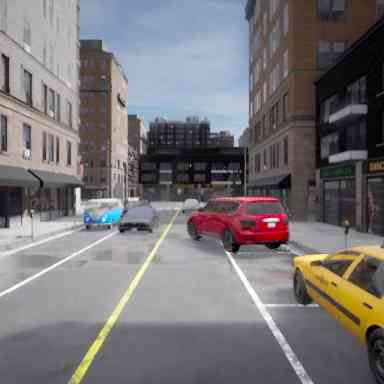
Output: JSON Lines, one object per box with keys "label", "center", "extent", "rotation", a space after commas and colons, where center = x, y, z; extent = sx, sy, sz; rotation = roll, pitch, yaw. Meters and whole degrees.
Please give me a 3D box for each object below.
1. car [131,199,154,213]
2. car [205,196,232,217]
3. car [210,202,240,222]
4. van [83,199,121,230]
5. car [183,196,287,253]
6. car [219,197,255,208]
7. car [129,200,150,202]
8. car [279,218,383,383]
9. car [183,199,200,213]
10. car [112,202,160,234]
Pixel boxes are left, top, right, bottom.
{"label": "car", "center": [-5.559, 1.549, 37.761], "extent": [1.947, 1.339, 4.313], "rotation": [0, 0, 0]}
{"label": "car", "center": [2.492, 1.301, 32.136], "extent": [2.192, 1.841, 5.009], "rotation": [0, 0, 0]}
{"label": "car", "center": [2.518, 1.554, 26.474], "extent": [1.947, 1.339, 4.313], "rotation": [0, 0, 0]}
{"label": "van", "center": [-5.481, 1.331, 20.775], "extent": [1.690, 1.788, 3.998], "rotation": [0, 0, 0]}
{"label": "car", "center": [1.693, 1.218, 14.029], "extent": [2.150, 2.045, 5.566], "rotation": [0, 1, -23]}
{"label": "car", "center": [6.769, 1.512, 49.880], "extent": [4.902, 1.511, 2.128], "rotation": [0, -1, -16]}
{"label": "car", "center": [-5.533, 1.536, 32.099], "extent": [2.008, 1.369, 4.403], "rotation": [0, 0, 0]}
{"label": "car", "center": [3.003, 1.454, 5.053], "extent": [1.801, 1.575, 5.366], "rotation": [0, 0, 0]}
{"label": "car", "center": [-0.079, 1.509, 37.324], "extent": [1.812, 1.442, 4.674], "rotation": [0, 0, 0]}
{"label": "car", "center": [-2.937, 1.539, 19.500], "extent": [2.033, 1.411, 5.357], "rotation": [0, 0, 0]}
